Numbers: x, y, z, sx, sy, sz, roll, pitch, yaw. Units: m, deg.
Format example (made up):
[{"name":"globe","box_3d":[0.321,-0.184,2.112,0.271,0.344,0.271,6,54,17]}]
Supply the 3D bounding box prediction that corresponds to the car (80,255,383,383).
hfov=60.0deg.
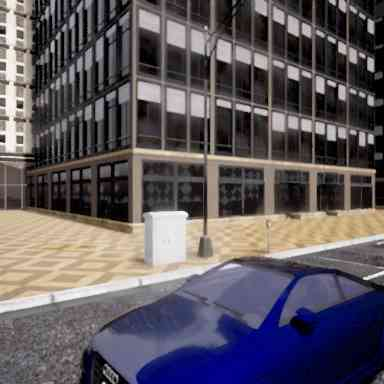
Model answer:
[{"name":"car","box_3d":[0.862,1.559,4.059,4.181,1.385,1.994,0,0,-38]}]
